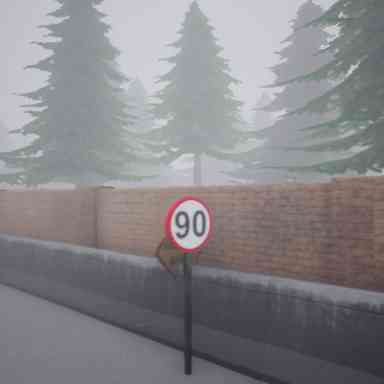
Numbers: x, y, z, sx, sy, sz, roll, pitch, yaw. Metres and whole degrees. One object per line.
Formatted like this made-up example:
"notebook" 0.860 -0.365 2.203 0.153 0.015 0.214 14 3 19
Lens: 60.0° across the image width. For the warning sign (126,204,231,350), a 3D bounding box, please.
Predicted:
"warning sign" -0.181 1.149 5.214 1.060 1.860 1.300 -1 0 36
